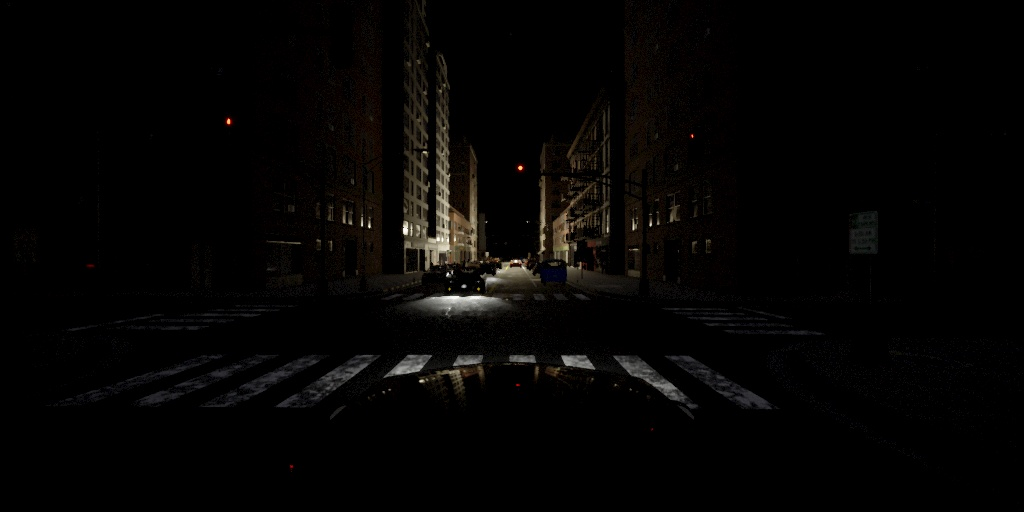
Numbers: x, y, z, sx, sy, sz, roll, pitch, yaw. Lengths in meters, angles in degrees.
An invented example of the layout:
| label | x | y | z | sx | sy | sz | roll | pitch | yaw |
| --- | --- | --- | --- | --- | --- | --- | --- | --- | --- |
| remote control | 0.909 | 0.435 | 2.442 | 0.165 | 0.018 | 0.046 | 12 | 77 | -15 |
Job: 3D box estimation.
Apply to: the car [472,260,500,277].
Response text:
| label | x | y | z | sx | sy | sz | roll | pitch | yaw |
| --- | --- | --- | --- | --- | --- | --- | --- | --- | --- |
| car | -2.530 | 1.348 | 35.723 | 1.895 | 1.301 | 4.718 | 0 | 0 | 1 |

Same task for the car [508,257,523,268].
| label | x | y | z | sx | sy | sz | roll | pitch | yaw |
| --- | --- | --- | --- | --- | --- | --- | --- | --- | --- |
| car | 0.639 | 1.336 | 59.078 | 1.895 | 1.301 | 4.718 | 0 | 0 | 1 |

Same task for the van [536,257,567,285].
| label | x | y | z | sx | sy | sz | roll | pitch | yaw |
| --- | --- | --- | --- | --- | --- | --- | --- | --- | --- |
| van | 2.855 | 1.089 | 25.395 | 1.690 | 1.789 | 3.998 | 0 | 0 | 1 |

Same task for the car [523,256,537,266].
| label | x | y | z | sx | sy | sz | roll | pitch | yaw |
| --- | --- | --- | --- | --- | --- | --- | --- | --- | --- |
| car | 3.123 | 1.054 | 53.801 | 2.192 | 1.841 | 5.009 | 0 | 0 | 1 |

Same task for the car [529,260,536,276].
| label | x | y | z | sx | sy | sz | roll | pitch | yaw |
| --- | --- | --- | --- | --- | --- | --- | --- | --- | --- |
| car | 2.962 | 1.329 | 36.757 | 1.802 | 1.307 | 4.207 | 0 | 0 | 1 |

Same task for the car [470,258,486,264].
| label | x | y | z | sx | sy | sz | roll | pitch | yaw |
| --- | --- | --- | --- | --- | --- | --- | --- | --- | --- |
| car | -4.957 | 1.268 | 48.019 | 1.751 | 1.417 | 4.829 | 0 | 0 | 1 |

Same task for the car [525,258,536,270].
| label | x | y | z | sx | sy | sz | roll | pitch | yaw |
| --- | --- | --- | --- | --- | --- | --- | --- | --- | --- |
| car | 3.069 | 1.325 | 48.120 | 1.802 | 1.307 | 4.207 | 0 | 0 | 1 |

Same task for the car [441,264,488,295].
| label | x | y | z | sx | sy | sz | roll | pitch | yaw |
| --- | --- | --- | --- | --- | --- | --- | --- | --- | --- |
| car | -2.458 | 1.310 | 19.518 | 1.994 | 1.385 | 4.181 | 0 | 0 | -3 |

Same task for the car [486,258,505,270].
| label | x | y | z | sx | sy | sz | roll | pitch | yaw |
| --- | --- | --- | --- | --- | --- | --- | --- | --- | --- |
| car | -2.369 | 1.342 | 50.686 | 1.895 | 1.301 | 4.718 | 0 | 0 | 1 |

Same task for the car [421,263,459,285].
| label | x | y | z | sx | sy | sz | roll | pitch | yaw |
| --- | --- | --- | --- | --- | --- | --- | --- | --- | --- |
| car | -5.170 | 1.299 | 25.462 | 2.007 | 1.370 | 4.403 | 0 | 0 | 1 |
